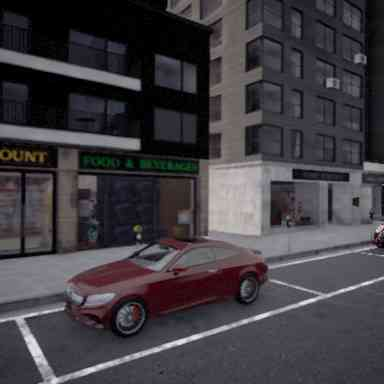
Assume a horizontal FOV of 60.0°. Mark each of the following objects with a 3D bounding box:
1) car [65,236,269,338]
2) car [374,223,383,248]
[{"bbox_3d":[-0.269,1.578,6.564,4.206,1.307,1.802,0,1,-35],"label":"car"},{"bbox_3d":[8.969,1.423,13.150,4.097,1.590,1.967,0,1,-35],"label":"car"}]
